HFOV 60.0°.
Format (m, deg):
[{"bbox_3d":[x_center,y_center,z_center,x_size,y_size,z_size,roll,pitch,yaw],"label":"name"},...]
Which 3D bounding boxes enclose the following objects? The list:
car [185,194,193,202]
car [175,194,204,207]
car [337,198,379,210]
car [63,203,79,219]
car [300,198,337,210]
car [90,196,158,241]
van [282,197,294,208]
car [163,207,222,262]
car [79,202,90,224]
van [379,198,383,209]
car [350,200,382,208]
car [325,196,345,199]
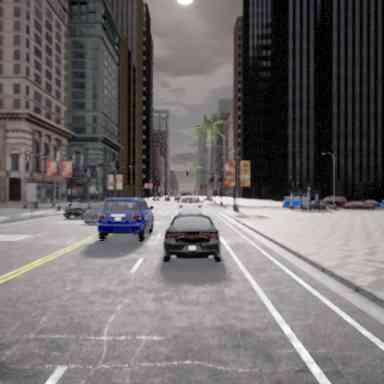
[{"bbox_3d":[-0.708,1.537,91.134,2.150,2.045,5.566,0,0,0],"label":"car"},{"bbox_3d":[-0.141,1.371,29.996,2.150,2.045,5.566,0,0,0],"label":"car"},{"bbox_3d":[22.392,1.867,45.064,4.206,1.307,1.802,0,0,0],"label":"car"},{"bbox_3d":[-10.057,1.673,30.647,2.033,1.411,5.357,0,0,0],"label":"car"},{"bbox_3d":[16.715,1.823,45.019,4.403,1.369,2.008,0,0,0],"label":"car"},{"bbox_3d":[-3.294,1.299,17.411,2.150,2.045,5.566,0,0,0],"label":"car"},{"bbox_3d":[16.646,1.632,53.544,3.998,1.788,1.690,0,0,0],"label":"van"},{"bbox_3d":[-0.005,1.540,12.496,1.882,1.535,5.008,0,0,0],"label":"car"},{"bbox_3d":[-6.793,1.461,25.809,2.097,1.767,4.553,0,0,0],"label":"car"},{"bbox_3d":[28.071,1.639,45.110,3.998,1.788,1.690,0,0,0],"label":"van"},{"bbox_3d":[28.000,1.899,53.634,4.206,1.307,1.802,0,0,0],"label":"car"},{"bbox_3d":[22.323,1.619,53.589,5.009,1.841,2.192,0,0,0],"label":"car"}]
